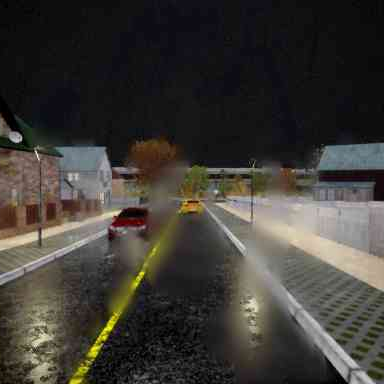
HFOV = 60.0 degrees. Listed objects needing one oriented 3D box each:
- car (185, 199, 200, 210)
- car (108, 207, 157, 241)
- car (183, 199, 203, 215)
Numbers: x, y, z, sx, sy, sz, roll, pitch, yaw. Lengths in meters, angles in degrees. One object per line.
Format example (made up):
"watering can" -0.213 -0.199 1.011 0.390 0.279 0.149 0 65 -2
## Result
"car" 0.097 1.602 44.171 1.895 1.301 4.718 0 0 0
"car" -2.850 1.519 16.659 1.812 1.442 4.674 0 0 0
"car" 0.098 1.471 33.644 1.882 1.535 5.008 0 0 0
